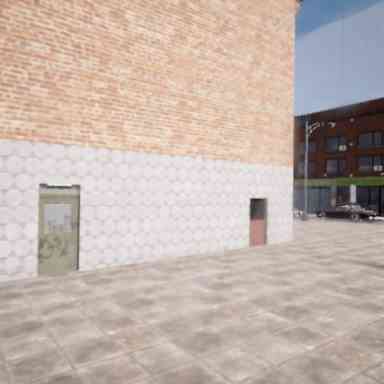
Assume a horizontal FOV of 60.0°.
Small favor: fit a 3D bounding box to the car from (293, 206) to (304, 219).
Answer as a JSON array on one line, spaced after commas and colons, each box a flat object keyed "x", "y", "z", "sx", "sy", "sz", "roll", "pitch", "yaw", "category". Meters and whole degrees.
[{"x": 8.033, "y": 1.681, "z": 30.153, "sx": 2.128, "sy": 1.511, "sz": 4.902, "roll": 1, "pitch": -2, "yaw": -35, "category": "car"}]

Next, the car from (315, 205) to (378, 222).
[{"x": 12.974, "y": 1.786, "z": 28.271, "sx": 1.895, "sy": 1.301, "sz": 4.718, "roll": 1, "pitch": -1, "yaw": -35, "category": "car"}]
